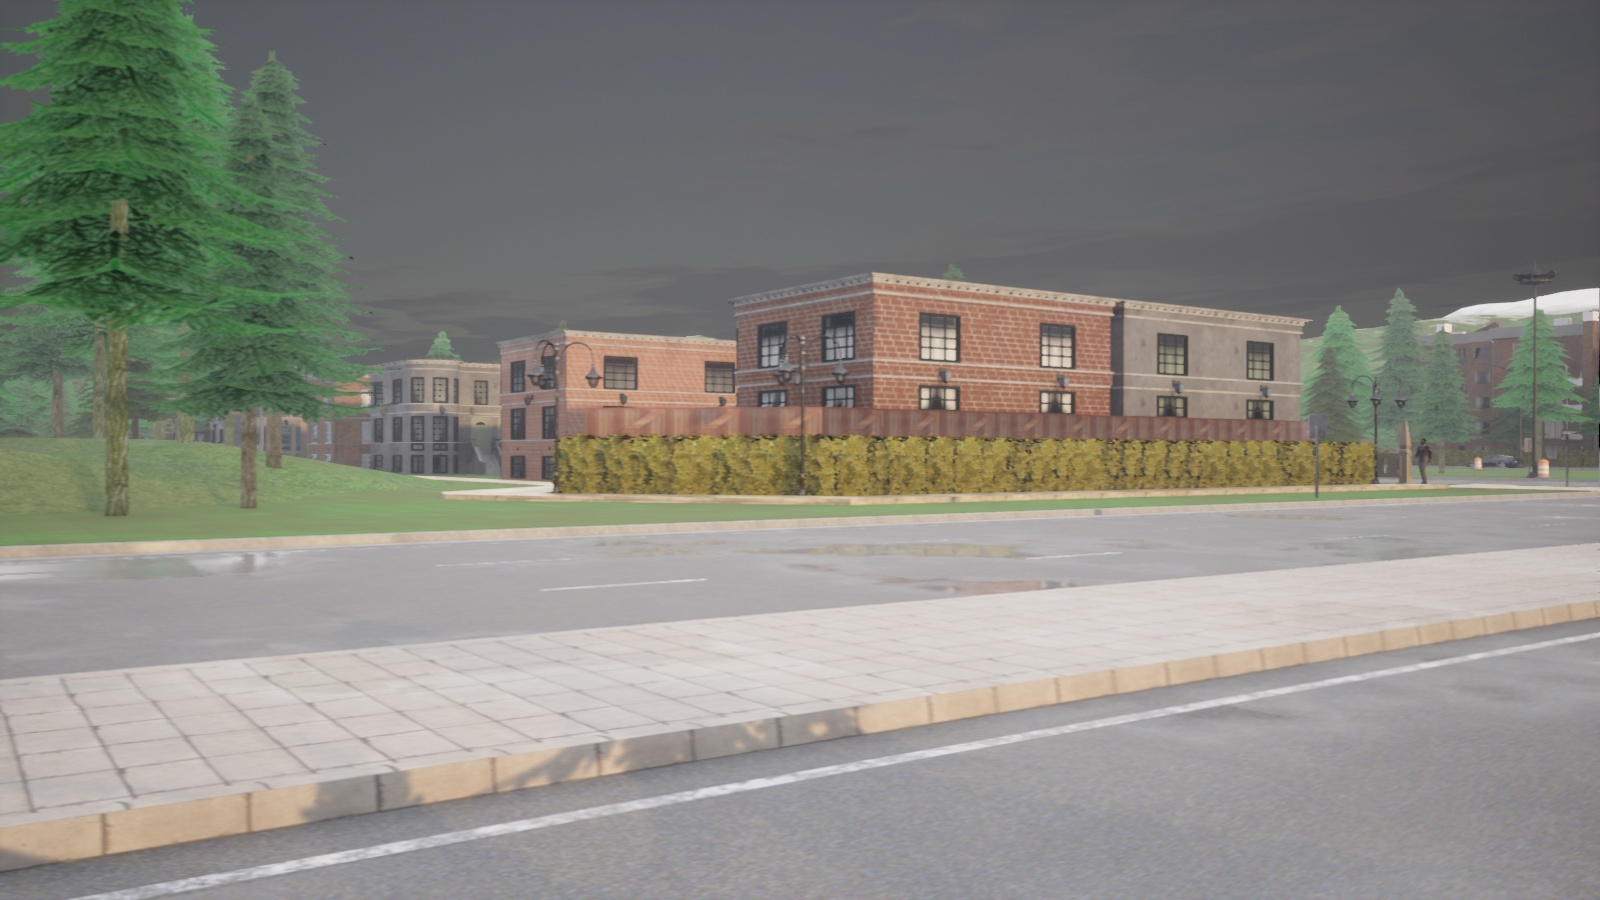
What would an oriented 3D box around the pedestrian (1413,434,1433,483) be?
[{"bbox_3d":[24.755,0.321,49.907,0.666,1.930,0.402,0,0,-26],"label":"pedestrian"}]
